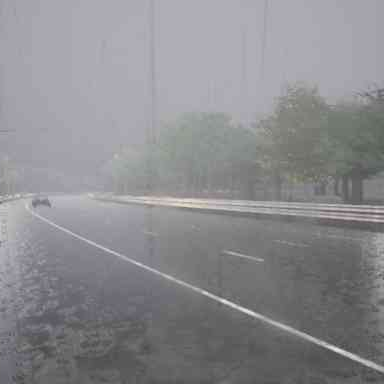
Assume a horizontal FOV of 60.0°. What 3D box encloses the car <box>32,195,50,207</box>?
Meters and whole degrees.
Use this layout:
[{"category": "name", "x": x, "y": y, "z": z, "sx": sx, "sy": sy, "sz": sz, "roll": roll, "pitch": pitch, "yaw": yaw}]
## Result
[{"category": "car", "x": -21.130, "y": 1.130, "z": 46.432, "sx": 2.097, "sy": 1.767, "sz": 4.553, "roll": 0, "pitch": 0, "yaw": -28}]
